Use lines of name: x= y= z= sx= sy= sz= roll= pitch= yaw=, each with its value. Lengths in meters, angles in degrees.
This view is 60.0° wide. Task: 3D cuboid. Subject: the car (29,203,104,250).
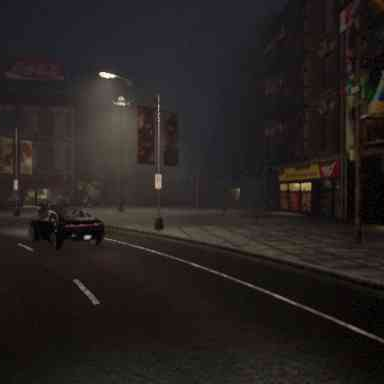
car: x=-5.494 y=1.462 z=14.304 sx=2.128 sy=1.511 sz=4.902 roll=0 pitch=0 yaw=-40
